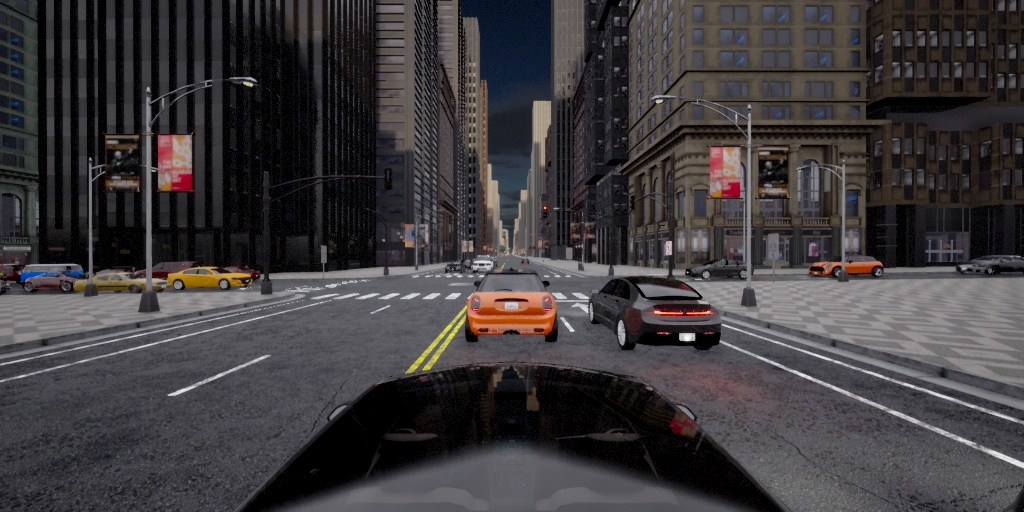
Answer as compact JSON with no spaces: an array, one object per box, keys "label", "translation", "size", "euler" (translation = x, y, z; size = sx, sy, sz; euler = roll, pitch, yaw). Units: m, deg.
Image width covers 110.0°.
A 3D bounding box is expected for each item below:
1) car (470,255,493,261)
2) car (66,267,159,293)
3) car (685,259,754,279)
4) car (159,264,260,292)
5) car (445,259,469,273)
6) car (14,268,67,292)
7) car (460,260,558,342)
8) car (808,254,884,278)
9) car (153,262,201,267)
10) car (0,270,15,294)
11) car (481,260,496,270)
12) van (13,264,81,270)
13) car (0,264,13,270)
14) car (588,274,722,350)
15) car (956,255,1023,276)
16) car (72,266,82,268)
[{"label":"car","translation":[-3.440,0.956,43.315],"size":[2.150,2.045,5.566],"euler":[0,0,0]},{"label":"car","translation":[-23.876,1.596,22.109],"size":[4.829,1.417,1.751],"euler":[0,0,0]},{"label":"car","translation":[16.131,1.005,27.997],"size":[4.892,1.490,1.837],"euler":[-1,0,0]},{"label":"car","translation":[-20.776,1.492,24.768],"size":[5.008,1.535,1.882],"euler":[-1,0,0]},{"label":"car","translation":[-6.688,1.299,42.474],"size":[1.994,1.385,4.181],"euler":[0,0,0]},{"label":"car","translation":[-30.775,1.715,24.783],"size":[4.181,1.385,1.994],"euler":[-1,0,1]},{"label":"car","translation":[-0.005,1.102,9.920],"size":[2.097,1.767,4.553],"euler":[0,0,0]},{"label":"car","translation":[25.959,0.721,27.999],"size":[4.553,1.767,2.097],"euler":[-1,0,0]},{"label":"car","translation":[-29.122,1.419,30.643],"size":[5.009,1.841,2.192],"euler":[0,0,0]},{"label":"car","translation":[-33.817,1.754,22.110],"size":[4.403,1.370,2.007],"euler":[0,0,0]},{"label":"car","translation":[-3.446,1.290,53.287],"size":[1.994,1.385,4.181],"euler":[0,0,1]},{"label":"van","translation":[-39.296,1.583,30.655],"size":[3.998,1.789,1.690],"euler":[0,0,0]},{"label":"car","translation":[-44.383,1.626,30.661],"size":[5.009,1.841,2.192],"euler":[0,0,0]},{"label":"car","translation":[3.237,1.254,9.059],"size":[1.837,1.490,4.892],"euler":[0,0,0]},{"label":"car","translation":[37.796,0.702,27.998],"size":[4.902,1.511,2.128],"euler":[-1,0,0]},{"label":"car","translation":[-34.209,1.755,30.649],"size":[4.207,1.307,1.802],"euler":[0,0,0]}]
